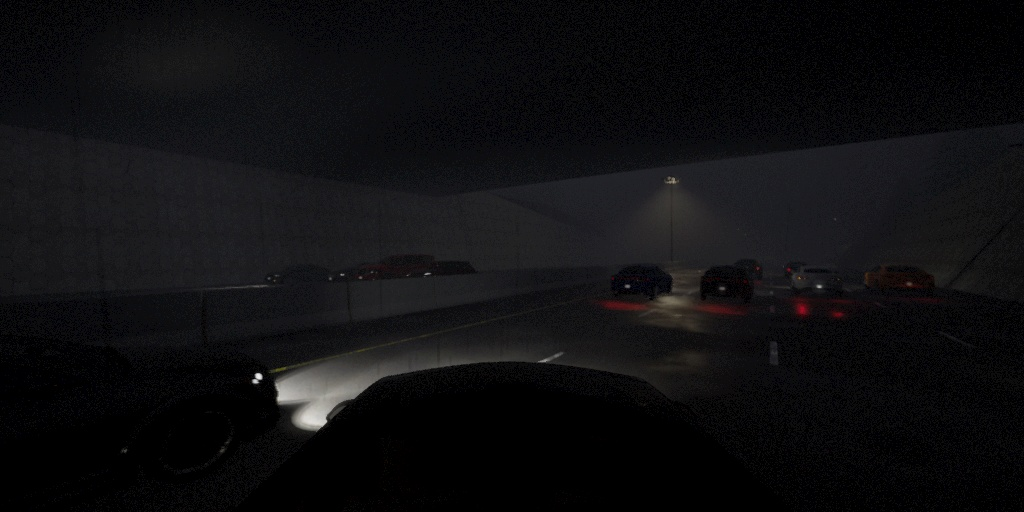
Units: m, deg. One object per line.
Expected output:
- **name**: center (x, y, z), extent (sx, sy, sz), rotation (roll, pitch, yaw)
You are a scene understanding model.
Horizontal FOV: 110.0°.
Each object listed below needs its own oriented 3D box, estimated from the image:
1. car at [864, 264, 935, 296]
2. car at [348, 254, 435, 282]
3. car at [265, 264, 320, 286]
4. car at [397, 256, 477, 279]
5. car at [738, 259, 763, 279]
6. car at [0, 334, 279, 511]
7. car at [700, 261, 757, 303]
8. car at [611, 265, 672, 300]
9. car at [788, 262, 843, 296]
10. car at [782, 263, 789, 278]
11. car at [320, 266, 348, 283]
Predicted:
- **car**: center (20.463, 1.173, 19.144), extent (1.882, 1.535, 5.008), rotation (0, 1, 36)
- **car**: center (-7.173, 0.910, 23.041), extent (2.150, 2.045, 5.566), rotation (0, 0, 36)
- **car**: center (-14.539, 1.248, 24.795), extent (1.994, 1.385, 4.181), rotation (0, 0, 36)
- **car**: center (-4.104, 1.045, 21.313), extent (2.097, 1.767, 4.553), rotation (0, 0, 36)
- **car**: center (20.347, 1.017, 30.954), extent (2.097, 1.767, 4.553), rotation (0, 1, 36)
- **car**: center (-4.310, 1.311, 2.748), extent (1.994, 1.385, 4.181), rotation (0, 0, 36)
- **car**: center (10.102, 1.182, 16.738), extent (1.882, 1.535, 5.008), rotation (0, 0, 36)
- **car**: center (6.535, 1.179, 17.775), extent (1.882, 1.535, 5.008), rotation (0, 0, 36)
- **car**: center (16.026, 1.223, 18.984), extent (1.812, 1.442, 4.674), rotation (0, 0, 36)
- **car**: center (25.091, 1.206, 31.546), extent (2.033, 1.411, 5.357), rotation (0, 0, 36)
- **car**: center (-10.161, 1.175, 24.880), extent (2.128, 1.511, 4.902), rotation (0, 0, 36)
